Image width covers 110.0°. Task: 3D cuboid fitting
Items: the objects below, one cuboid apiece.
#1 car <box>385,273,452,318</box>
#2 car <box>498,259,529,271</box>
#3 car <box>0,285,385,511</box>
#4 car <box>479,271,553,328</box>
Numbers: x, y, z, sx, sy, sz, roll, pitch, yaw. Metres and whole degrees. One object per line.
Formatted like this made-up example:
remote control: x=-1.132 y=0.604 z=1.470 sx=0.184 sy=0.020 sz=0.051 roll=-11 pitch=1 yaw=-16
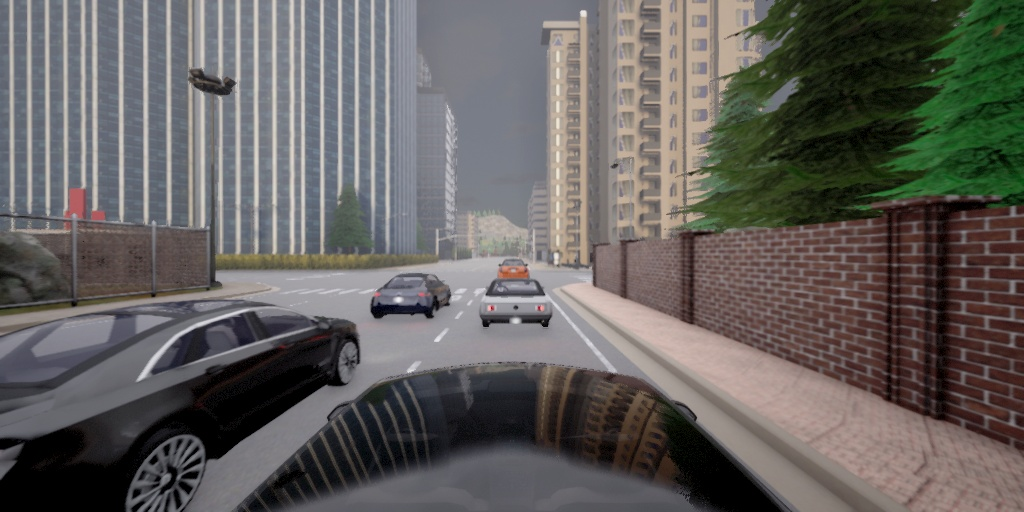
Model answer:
car: x=-3.405 y=1.278 z=12.770 sx=1.994 sy=1.385 sz=4.181 roll=0 pitch=0 yaw=0
car: x=0.086 y=0.973 z=25.495 sx=2.097 sy=1.767 sz=4.553 roll=0 pitch=0 yaw=0
car: x=-3.403 y=1.233 z=4.020 sx=2.128 sy=1.511 sz=4.902 roll=0 pitch=0 yaw=0
car: x=0.096 y=1.321 z=11.166 sx=1.895 sy=1.301 sz=4.718 roll=0 pitch=0 yaw=0
